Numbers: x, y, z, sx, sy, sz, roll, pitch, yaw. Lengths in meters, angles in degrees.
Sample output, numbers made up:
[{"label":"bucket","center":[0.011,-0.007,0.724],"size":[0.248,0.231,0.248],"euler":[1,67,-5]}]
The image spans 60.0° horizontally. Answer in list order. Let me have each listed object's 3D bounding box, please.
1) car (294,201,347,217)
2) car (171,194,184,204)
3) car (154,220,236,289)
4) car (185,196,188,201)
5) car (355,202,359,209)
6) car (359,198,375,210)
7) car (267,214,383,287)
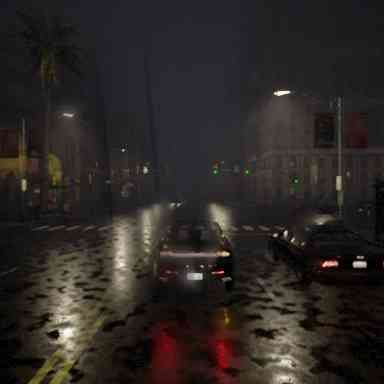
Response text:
[{"label":"car","center":[12.561,1.615,32.665],"size":[4.902,1.511,2.128],"euler":[0,0,3]},{"label":"car","center":[-3.430,1.810,71.523],"size":[2.033,1.411,5.357],"euler":[0,0,0]},{"label":"car","center":[0.075,1.528,9.270],"size":[2.128,1.511,4.902],"euler":[0,0,0]},{"label":"car","center":[-2.480,1.824,91.809],"size":[1.882,1.535,5.008],"euler":[0,0,10]},{"label":"car","center":[26.084,1.659,47.860],"size":[5.008,1.535,1.882],"euler":[0,0,0]},{"label":"car","center":[25.462,1.673,44.351],"size":[4.892,1.490,1.837],"euler":[0,0,0]},{"label":"car","center":[3.575,1.584,9.527],"size":[2.033,1.411,5.357],"euler":[0,0,1]}]
